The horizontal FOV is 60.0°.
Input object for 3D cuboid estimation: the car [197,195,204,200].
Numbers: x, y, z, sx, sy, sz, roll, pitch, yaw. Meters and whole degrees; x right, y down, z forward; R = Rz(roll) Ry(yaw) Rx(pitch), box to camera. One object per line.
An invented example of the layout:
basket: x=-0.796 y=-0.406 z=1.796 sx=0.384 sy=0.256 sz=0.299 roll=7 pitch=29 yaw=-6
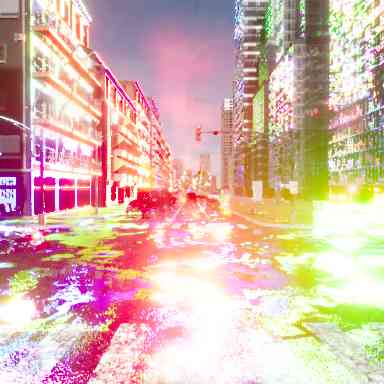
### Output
car: x=2.368 y=1.535 z=92.098 sx=1.752 sy=1.417 sz=4.829 roll=-1 pitch=0 yaw=0

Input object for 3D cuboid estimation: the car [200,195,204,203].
car: x=2.455 y=1.551 z=63.682 sx=2.008 sy=1.369 sz=4.403 roll=-1 pitch=0 yaw=0

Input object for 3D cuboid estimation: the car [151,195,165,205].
car: x=-5.877 y=1.439 z=57.950 sx=1.967 sy=1.590 sz=4.097 roll=-1 pitch=0 yaw=0

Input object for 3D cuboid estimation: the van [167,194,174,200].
van: x=-5.981 y=1.351 z=91.843 sx=1.690 sy=1.788 sz=3.998 roll=-1 pitch=0 yaw=0

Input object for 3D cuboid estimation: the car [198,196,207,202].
car: x=2.421 y=1.548 z=74.980 sx=1.887 sy=1.381 sz=4.507 roll=-1 pitch=0 yaw=0

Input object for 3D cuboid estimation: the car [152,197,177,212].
car: x=-3.206 y=1.560 z=39.067 sx=1.994 sy=1.385 sz=4.181 roll=0 pitch=0 yaw=0

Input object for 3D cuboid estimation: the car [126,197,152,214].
car: x=-5.807 y=1.540 z=35.355 sx=1.887 sy=1.381 sz=4.507 roll=-1 pitch=0 yaw=0

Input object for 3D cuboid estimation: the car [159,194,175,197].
car: x=-3.236 y=1.488 z=49.189 sx=2.128 sy=1.511 sz=4.902 roll=0 pitch=0 yaw=0

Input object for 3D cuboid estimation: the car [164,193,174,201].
car: x=-5.964 y=1.322 z=86.196 sx=2.192 sy=1.841 sz=5.009 roll=-1 pitch=0 yaw=0

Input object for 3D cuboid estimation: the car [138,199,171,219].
car: x=-3.187 y=1.560 z=29.141 sx=1.994 sy=1.385 sz=4.181 roll=0 pitch=0 yaw=0

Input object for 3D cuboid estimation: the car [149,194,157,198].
car: x=-5.826 y=1.436 z=41.004 sx=1.967 sy=1.590 sz=4.097 roll=-1 pitch=0 yaw=0

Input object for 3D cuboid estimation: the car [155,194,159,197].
car: x=-5.862 y=1.312 z=52.302 sx=2.192 sy=1.841 sz=5.009 roll=-1 pitch=0 yaw=0

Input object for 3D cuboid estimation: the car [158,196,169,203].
car: x=-5.909 y=1.584 z=69.249 sx=1.802 sy=1.307 sz=4.206 roll=-1 pitch=0 yaw=0

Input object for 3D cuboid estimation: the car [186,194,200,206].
car: x=-0.067 y=1.502 z=55.826 sx=1.837 sy=1.490 sz=4.892 roll=0 pitch=0 yaw=0

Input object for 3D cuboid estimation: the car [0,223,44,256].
car: x=-8.508 y=1.572 z=12.314 sx=5.357 sy=1.411 sz=2.033 roll=0 pitch=1 yaw=-13

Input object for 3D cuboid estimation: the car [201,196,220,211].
car: x=2.522 y=1.541 z=41.086 sx=1.887 sy=1.381 sz=4.507 roll=-1 pitch=0 yaw=0
